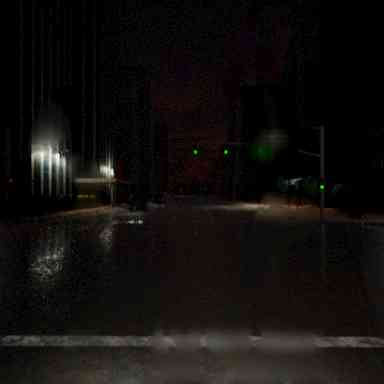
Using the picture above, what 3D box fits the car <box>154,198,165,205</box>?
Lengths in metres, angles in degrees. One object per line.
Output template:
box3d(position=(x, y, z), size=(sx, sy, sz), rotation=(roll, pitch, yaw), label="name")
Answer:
box3d(position=(-6.600, 1.952, 67.403), size=(1.895, 1.301, 4.718), rotation=(0, 0, 0), label="car")

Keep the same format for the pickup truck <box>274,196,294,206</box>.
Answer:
box3d(position=(16.984, 1.389, 61.077), size=(2.390, 2.098, 6.274), rotation=(0, 0, 31), label="pickup truck")

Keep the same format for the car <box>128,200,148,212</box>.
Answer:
box3d(position=(-6.754, 1.723, 41.835), size=(2.128, 1.511, 4.902), rotation=(0, 0, 0), label="car")
